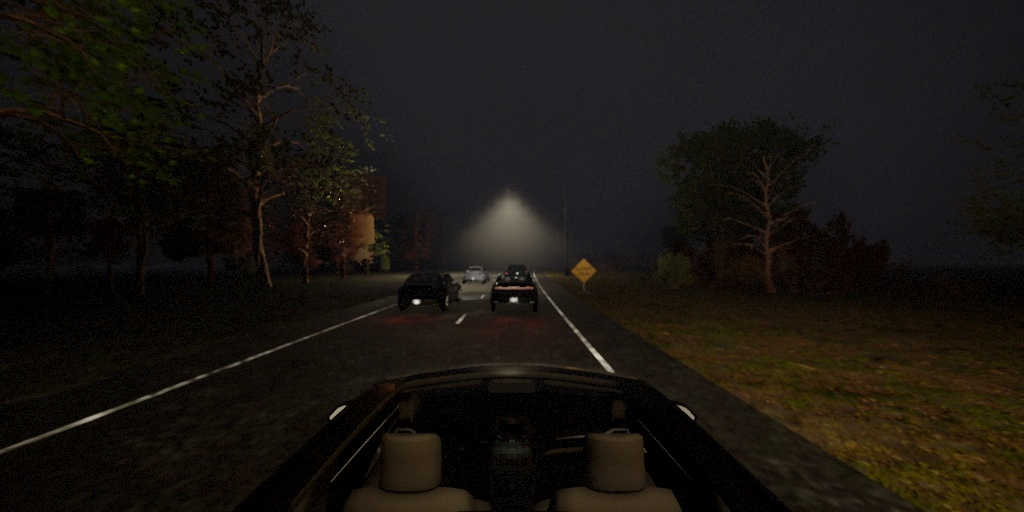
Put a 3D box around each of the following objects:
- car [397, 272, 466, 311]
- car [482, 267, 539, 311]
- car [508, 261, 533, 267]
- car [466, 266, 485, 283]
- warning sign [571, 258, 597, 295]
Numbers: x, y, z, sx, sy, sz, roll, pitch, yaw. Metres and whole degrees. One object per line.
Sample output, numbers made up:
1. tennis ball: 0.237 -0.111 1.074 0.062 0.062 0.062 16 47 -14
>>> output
1. car: -3.376 1.403 15.334 1.837 1.490 4.892 0 0 1
2. car: 0.124 1.387 15.293 2.128 1.511 4.902 0 0 1
3. car: 0.473 1.404 30.191 2.097 1.767 4.553 0 -1 2
4. car: -3.008 1.585 30.764 1.812 1.442 4.674 0 0 2
5. warning sign: 3.701 1.042 18.425 1.300 1.860 1.060 0 0 1
